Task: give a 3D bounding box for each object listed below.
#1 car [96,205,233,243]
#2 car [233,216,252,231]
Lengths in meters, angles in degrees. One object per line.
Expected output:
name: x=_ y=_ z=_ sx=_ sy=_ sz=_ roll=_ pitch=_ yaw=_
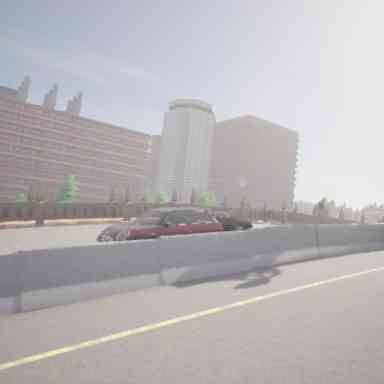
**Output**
car: x=-1.030 y=1.358 z=11.856 sx=4.553 sy=1.767 sz=2.097 roll=1 pitch=0 yaw=-35
car: x=0.882 y=1.693 z=17.521 sx=4.718 sy=1.301 sz=1.895 roll=2 pitch=-1 yaw=-35
